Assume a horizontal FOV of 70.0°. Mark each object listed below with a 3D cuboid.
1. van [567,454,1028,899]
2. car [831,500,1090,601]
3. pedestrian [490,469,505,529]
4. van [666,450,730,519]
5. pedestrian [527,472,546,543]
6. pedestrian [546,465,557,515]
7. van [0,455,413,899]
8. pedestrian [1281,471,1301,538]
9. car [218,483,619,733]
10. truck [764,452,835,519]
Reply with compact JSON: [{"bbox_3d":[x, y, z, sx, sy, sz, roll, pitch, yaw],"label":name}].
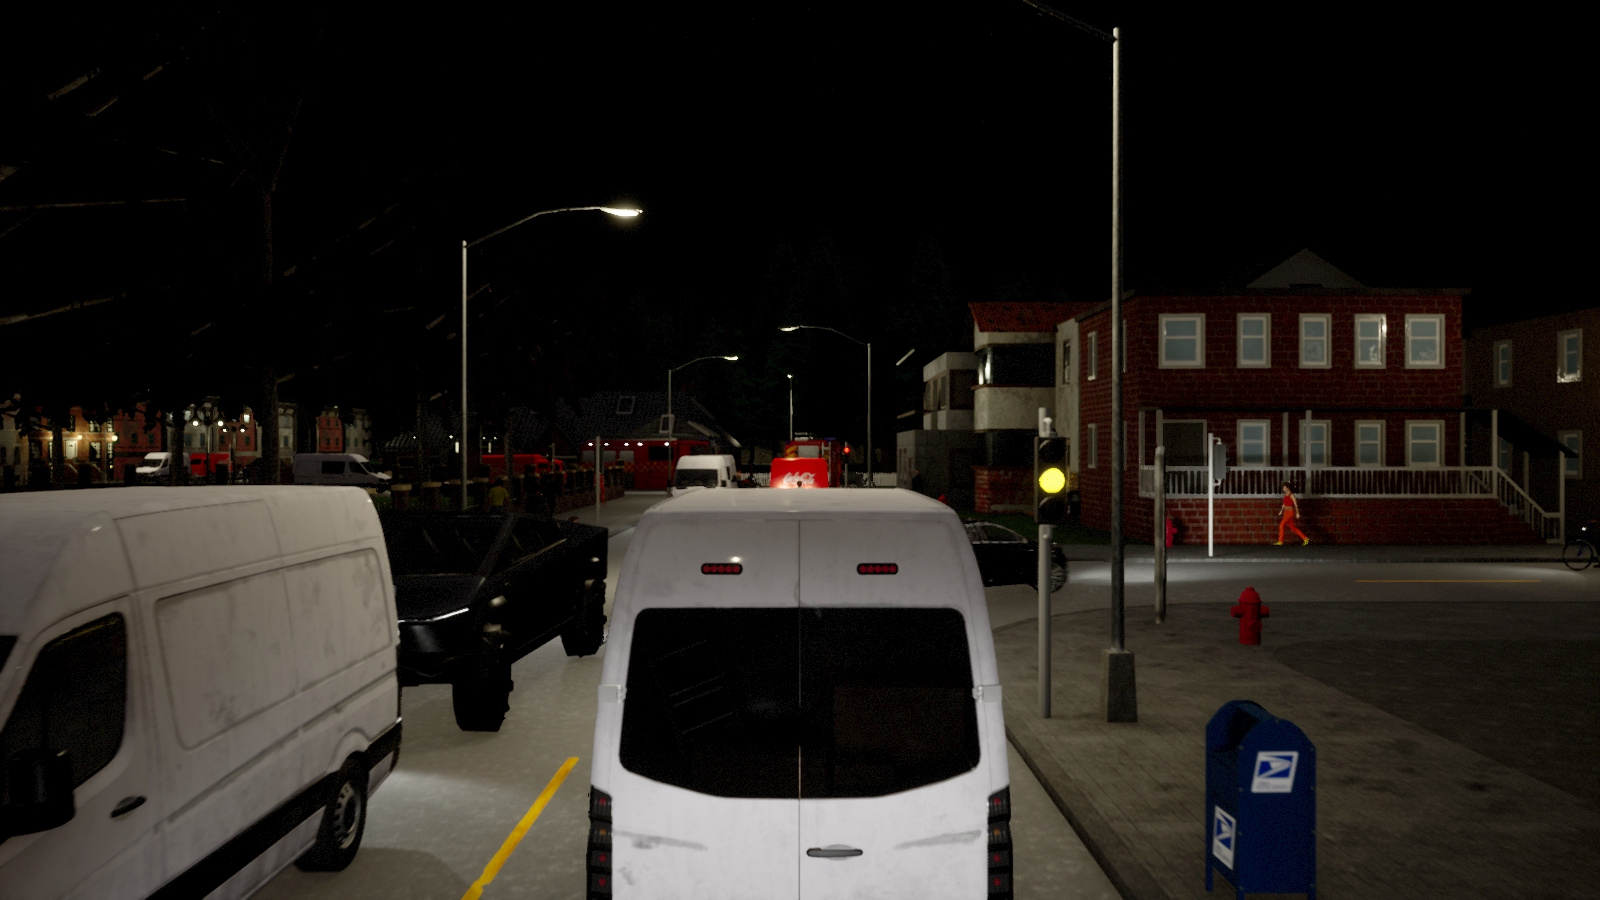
[{"bbox_3d":[-0.013,1.312,7.885,1.988,2.561,5.915,0,0,0],"label":"van"},{"bbox_3d":[3.147,1.822,21.867,4.902,1.511,2.128,0,0,-39],"label":"car"},{"bbox_3d":[-9.380,1.516,35.443,0.375,1.860,0.375,0,0,0],"label":"pedestrian"},{"bbox_3d":[-4.017,1.302,45.922,1.988,2.561,5.915,0,0,0],"label":"van"},{"bbox_3d":[-6.979,1.517,30.226,0.375,1.860,0.375,0,0,11],"label":"pedestrian"},{"bbox_3d":[-9.322,1.513,42.893,0.375,1.860,0.375,0,0,-5],"label":"pedestrian"},{"bbox_3d":[-4.012,1.313,5.951,1.988,2.561,5.915,0,0,0],"label":"van"},{"bbox_3d":[13.637,1.507,31.740,0.375,1.860,0.375,0,0,0],"label":"pedestrian"},{"bbox_3d":[-4.005,1.530,13.602,2.390,2.098,6.274,0,0,3],"label":"car"},{"bbox_3d":[-0.021,1.336,44.859,2.627,2.467,5.204,0,0,0],"label":"truck"}]
